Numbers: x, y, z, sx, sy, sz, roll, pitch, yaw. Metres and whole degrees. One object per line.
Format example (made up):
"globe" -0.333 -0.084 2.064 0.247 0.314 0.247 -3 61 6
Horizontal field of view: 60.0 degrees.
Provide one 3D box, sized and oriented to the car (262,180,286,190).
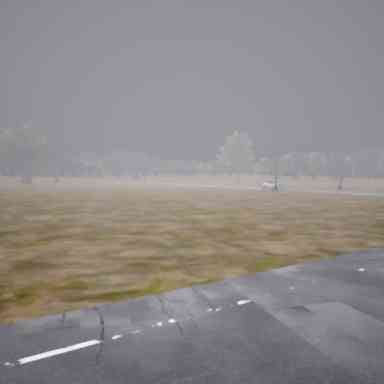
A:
"car" 17.700 -1.510 71.963 2.150 2.045 5.566 -1 3 -33
